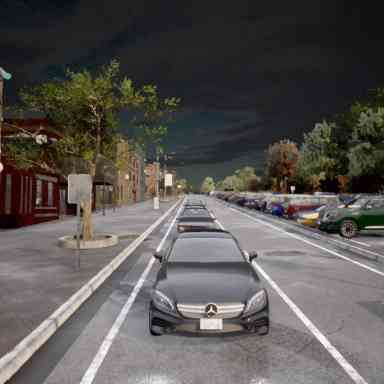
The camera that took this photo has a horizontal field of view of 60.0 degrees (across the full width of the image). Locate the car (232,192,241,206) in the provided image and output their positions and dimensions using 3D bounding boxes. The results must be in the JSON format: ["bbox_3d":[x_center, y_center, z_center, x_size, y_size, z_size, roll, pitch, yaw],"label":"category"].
[{"bbox_3d":[9.054,1.113,47.867,5.566,2.045,2.435,0,1,0],"label":"car"}]

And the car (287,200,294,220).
[{"bbox_3d":[9.253,1.506,22.632,4.674,1.452,2.002,0,0,0],"label":"car"}]

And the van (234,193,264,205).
[{"bbox_3d":[9.161,1.089,53.476,4.442,1.987,1.878,0,1,0],"label":"van"}]

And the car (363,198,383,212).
[{"bbox_3d":[22.202,1.469,37.411,4.792,1.488,2.163,0,0,0],"label":"car"}]

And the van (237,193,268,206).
[{"bbox_3d":[9.180,1.114,50.673,4.442,1.987,1.878,0,1,0],"label":"van"}]

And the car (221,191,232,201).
[{"bbox_3d":[8.942,0.964,64.687,5.566,2.045,2.435,0,1,0],"label":"car"}]

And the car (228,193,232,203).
[{"bbox_3d":[9.020,1.291,56.280,4.892,1.521,2.231,0,1,0],"label":"car"}]

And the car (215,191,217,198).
[{"bbox_3d":[8.853,1.065,81.508,5.008,1.535,2.097,0,1,0],"label":"car"}]

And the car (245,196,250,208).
[{"bbox_3d":[9.135,1.466,39.459,4.674,1.452,2.002,0,0,0],"label":"car"}]

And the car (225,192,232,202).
[{"bbox_3d":[8.986,1.280,61.887,4.674,1.452,2.002,0,1,0],"label":"car"}]

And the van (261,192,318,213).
[{"bbox_3d":[9.078,1.230,31.045,4.442,1.987,1.878,0,0,0],"label":"van"}]

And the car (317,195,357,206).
[{"bbox_3d":[22.325,1.333,51.298,5.366,1.575,1.946,0,1,0],"label":"car"}]

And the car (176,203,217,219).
[{"bbox_3d":[0.201,1.532,17.403,2.033,1.411,5.357,0,0,0],"label":"car"}]

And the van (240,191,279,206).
[{"bbox_3d":[9.217,1.163,45.068,4.442,1.987,1.878,0,0,0],"label":"van"}]

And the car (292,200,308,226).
[{"bbox_3d":[9.083,1.466,19.828,5.366,1.575,1.946,0,0,0],"label":"car"}]

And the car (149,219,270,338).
[{"bbox_3d":[0.256,1.524,6.824,1.812,1.442,4.674,0,0,0],"label":"car"}]

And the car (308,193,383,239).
[{"bbox_3d":[9.259,1.221,17.025,5.566,2.045,2.435,0,0,0],"label":"car"}]

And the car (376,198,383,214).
[{"bbox_3d":[22.435,1.444,34.640,5.366,1.575,1.946,0,0,0],"label":"car"}]

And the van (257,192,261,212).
[{"bbox_3d":[9.292,1.222,33.848,4.442,1.987,1.878,0,0,0],"label":"van"}]

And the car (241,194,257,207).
[{"bbox_3d":[9.126,1.409,42.262,4.892,1.521,2.231,0,0,0],"label":"car"}]

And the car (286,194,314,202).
[{"bbox_3d":[22.034,1.188,67.951,4.892,1.521,2.231,0,1,0],"label":"car"}]

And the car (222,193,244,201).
[{"bbox_3d":[8.883,1.014,73.098,4.553,1.767,2.185,0,1,0],"label":"car"}]

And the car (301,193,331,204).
[{"bbox_3d":[22.115,1.136,59.624,4.553,1.767,2.185,0,1,0],"label":"car"}]

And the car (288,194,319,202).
[{"bbox_3d":[21.862,1.209,65.173,5.366,1.575,1.946,0,0,0],"label":"car"}]

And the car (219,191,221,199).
[{"bbox_3d":[8.923,0.939,67.490,5.566,2.045,2.435,0,1,0],"label":"car"}]

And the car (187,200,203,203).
[{"bbox_3d":[0.233,1.443,29.851,2.128,1.511,4.902,0,0,0],"label":"car"}]

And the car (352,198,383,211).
[{"bbox_3d":[22.242,1.452,40.194,4.792,1.488,2.163,0,0,0],"label":"car"}]

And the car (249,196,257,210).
[{"bbox_3d":[9.186,1.470,36.651,4.792,1.488,2.163,0,0,0],"label":"car"}]

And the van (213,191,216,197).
[{"bbox_3d":[8.685,0.765,89.914,4.442,1.987,1.878,0,1,0],"label":"van"}]

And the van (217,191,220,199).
[{"bbox_3d":[8.760,0.864,78.702,4.442,1.987,1.878,0,1,0],"label":"van"}]

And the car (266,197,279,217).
[{"bbox_3d":[9.208,1.460,28.239,5.008,1.535,2.097,0,0,0],"label":"car"}]

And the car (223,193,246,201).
[{"bbox_3d":[8.902,1.039,70.294,4.553,1.767,2.185,0,1,0],"label":"car"}]

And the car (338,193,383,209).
[{"bbox_3d":[22.166,1.153,42.967,5.566,2.045,2.435,0,0,0],"label":"car"}]

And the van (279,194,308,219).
[{"bbox_3d":[9.348,1.237,25.436,4.442,1.987,1.878,0,0,0],"label":"van"}]
